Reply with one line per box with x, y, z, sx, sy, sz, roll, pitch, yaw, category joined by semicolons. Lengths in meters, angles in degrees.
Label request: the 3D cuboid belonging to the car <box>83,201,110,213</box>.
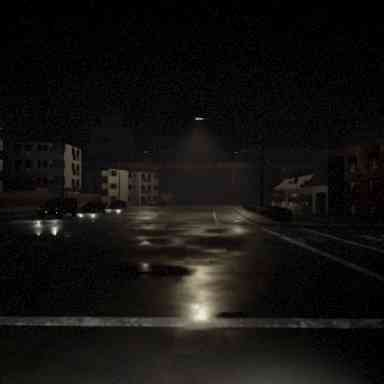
-12.924;1.926;43.905;1.882;1.535;5.008;0;-1;4;car

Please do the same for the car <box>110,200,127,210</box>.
-12.022;2.076;54.076;1.837;1.490;4.892;0;0;7;car

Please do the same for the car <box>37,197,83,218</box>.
-13.487;1.548;33.845;2.150;2.045;5.566;0;-1;3;car

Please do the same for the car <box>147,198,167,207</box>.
-7.146;2.096;68.324;2.097;1.767;4.553;0;-1;31;car
